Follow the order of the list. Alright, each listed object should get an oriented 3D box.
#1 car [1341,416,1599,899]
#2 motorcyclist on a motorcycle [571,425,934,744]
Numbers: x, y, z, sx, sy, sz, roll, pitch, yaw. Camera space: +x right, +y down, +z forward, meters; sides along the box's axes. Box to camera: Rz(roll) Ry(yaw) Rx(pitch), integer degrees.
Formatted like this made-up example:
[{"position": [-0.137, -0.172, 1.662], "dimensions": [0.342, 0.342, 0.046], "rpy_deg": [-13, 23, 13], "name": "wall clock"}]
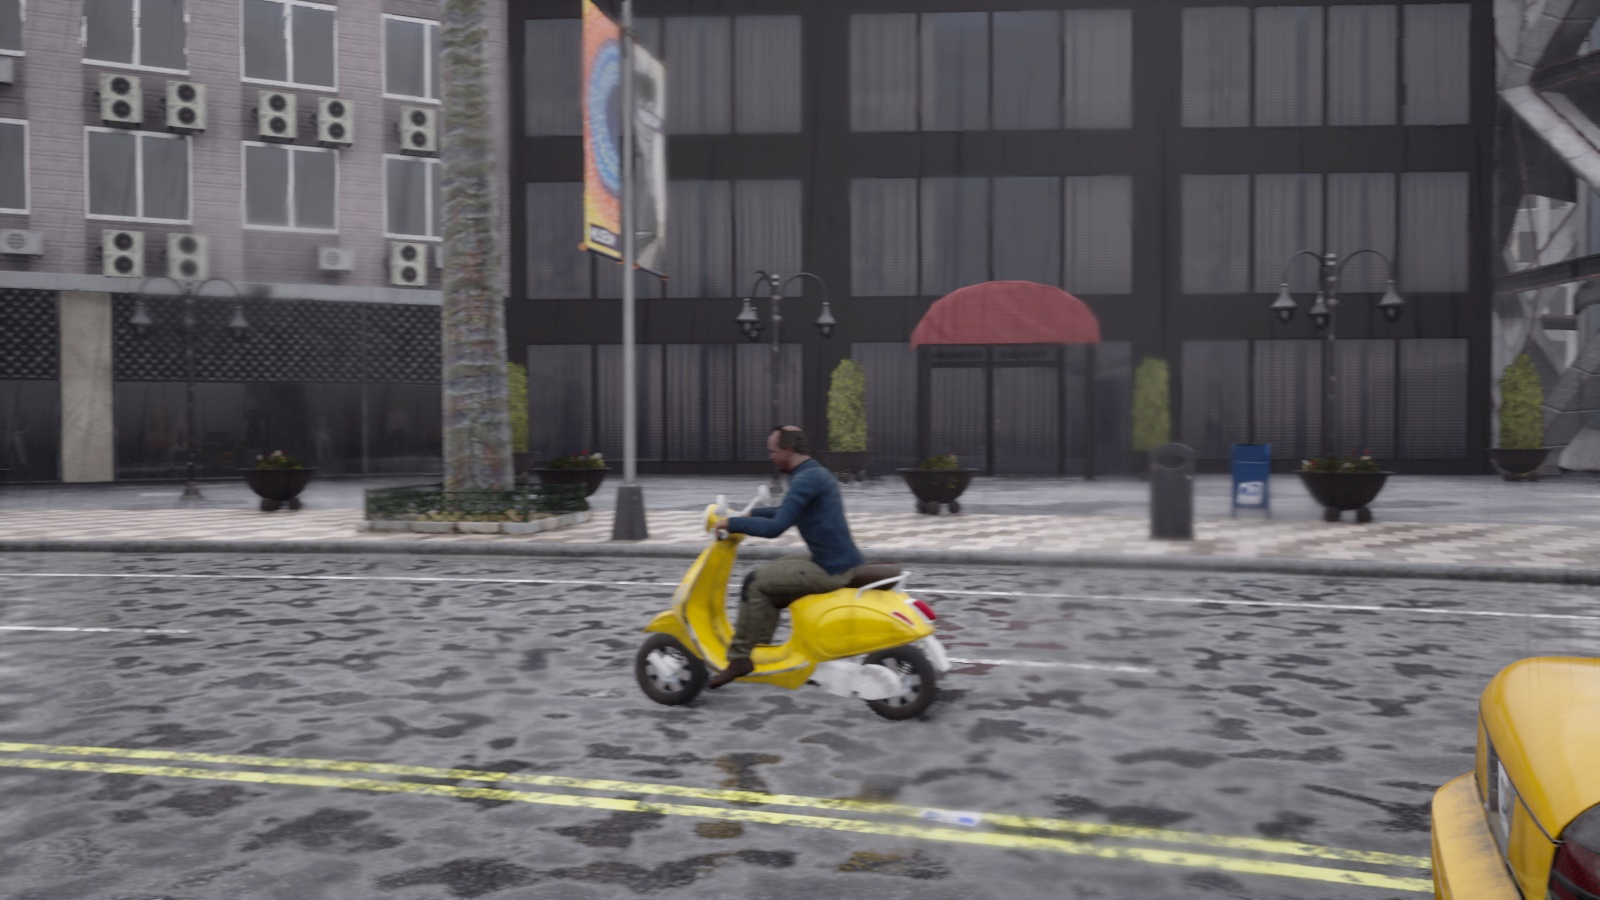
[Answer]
[{"position": [3.698, 0.746, 1.786], "dimensions": [5.366, 1.575, 1.801], "rpy_deg": [1, 1, 23], "name": "car"}, {"position": [-0.240, 0.659, 6.935], "dimensions": [1.817, 1.590, 0.866], "rpy_deg": [0, 1, 17], "name": "motorcyclist on a motorcycle"}]
